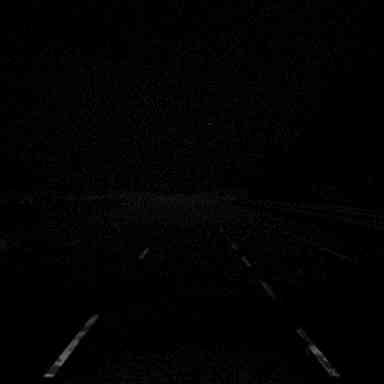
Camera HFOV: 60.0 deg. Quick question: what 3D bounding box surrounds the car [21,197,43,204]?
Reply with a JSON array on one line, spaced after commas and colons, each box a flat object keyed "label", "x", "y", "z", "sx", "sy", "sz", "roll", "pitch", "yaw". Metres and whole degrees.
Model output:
[{"label": "car", "x": -28.021, "y": 1.681, "z": 58.353, "sx": 1.882, "sy": 1.535, "sz": 5.008, "roll": 0, "pitch": 0, "yaw": 1}]

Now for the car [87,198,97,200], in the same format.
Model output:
[{"label": "car", "x": -17.542, "y": 1.729, "z": 58.413, "sx": 1.812, "sy": 1.442, "sz": 4.674, "roll": 0, "pitch": 0, "yaw": 1}]

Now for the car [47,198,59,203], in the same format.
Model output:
[{"label": "car", "x": -24.507, "y": 1.761, "z": 60.633, "sx": 2.033, "sy": 1.411, "sz": 5.357, "roll": 0, "pitch": 0, "yaw": 0}]

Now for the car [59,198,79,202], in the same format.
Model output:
[{"label": "car", "x": -21.039, "y": 1.729, "z": 58.403, "sx": 1.812, "sy": 1.442, "sz": 4.674, "roll": 0, "pitch": 0, "yaw": 1}]
